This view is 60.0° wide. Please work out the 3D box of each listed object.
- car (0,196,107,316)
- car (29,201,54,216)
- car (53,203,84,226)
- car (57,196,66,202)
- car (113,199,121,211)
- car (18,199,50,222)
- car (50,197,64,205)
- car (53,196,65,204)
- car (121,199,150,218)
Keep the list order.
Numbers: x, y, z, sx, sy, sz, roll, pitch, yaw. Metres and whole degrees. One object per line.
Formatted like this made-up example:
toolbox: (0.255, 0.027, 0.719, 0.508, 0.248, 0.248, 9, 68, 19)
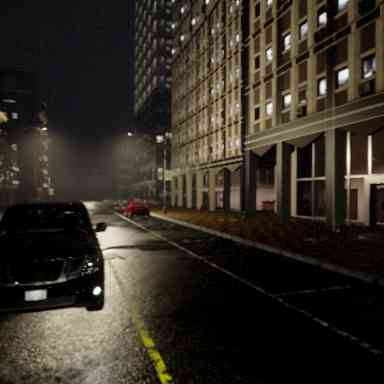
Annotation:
car: (-3.283, 1.222, 7.690, 2.150, 2.045, 5.566, 0, 0, -19)
car: (-14.764, 1.590, 32.785, 1.802, 1.307, 4.206, 0, 0, -19)
car: (-9.049, 1.573, 24.572, 1.994, 1.385, 4.181, 0, 0, -19)
car: (-30.200, 1.637, 76.975, 1.802, 1.307, 4.206, 0, 0, -19)
car: (-8.707, 1.587, 40.875, 2.008, 1.369, 4.403, 0, 0, -19)
car: (-12.906, 1.445, 27.450, 1.967, 1.590, 4.097, 0, 0, -19)
car: (-24.050, 1.584, 59.458, 2.008, 1.369, 4.403, 0, 0, -19)
car: (-25.906, 1.590, 64.792, 2.008, 1.369, 4.403, 0, 0, -19)
car: (-4.992, 1.573, 30.205, 1.887, 1.381, 4.507, 0, 0, -19)
